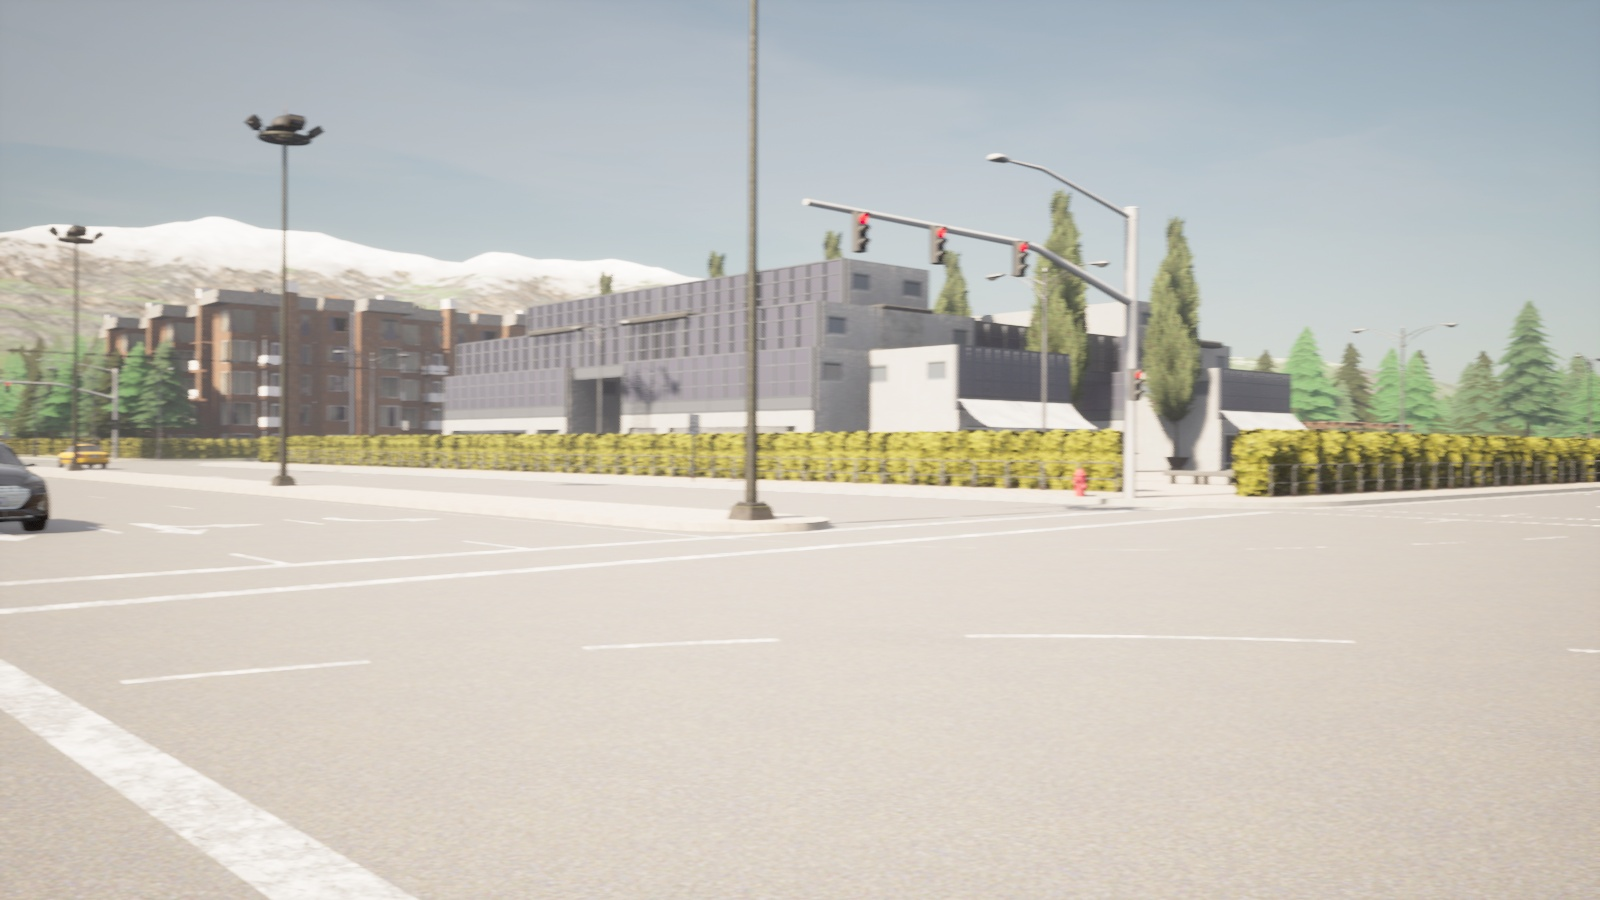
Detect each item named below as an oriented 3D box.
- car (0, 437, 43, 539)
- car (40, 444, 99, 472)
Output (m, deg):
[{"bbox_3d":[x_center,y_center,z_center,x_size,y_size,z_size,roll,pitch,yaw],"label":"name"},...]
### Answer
[{"bbox_3d":[-14.867,0.605,21.718,2.033,1.649,4.856,0,0,-44],"label":"car"},{"bbox_3d":[-42.577,0.463,73.109,1.801,1.575,5.366,0,0,-43],"label":"car"}]
